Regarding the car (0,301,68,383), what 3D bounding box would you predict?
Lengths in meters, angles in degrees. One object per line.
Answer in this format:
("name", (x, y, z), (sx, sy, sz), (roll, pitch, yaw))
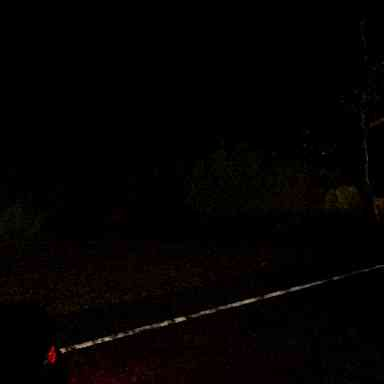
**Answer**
("car", (-3.221, 1.491, 1.692), (4.902, 1.511, 2.128), (0, 0, -36))
